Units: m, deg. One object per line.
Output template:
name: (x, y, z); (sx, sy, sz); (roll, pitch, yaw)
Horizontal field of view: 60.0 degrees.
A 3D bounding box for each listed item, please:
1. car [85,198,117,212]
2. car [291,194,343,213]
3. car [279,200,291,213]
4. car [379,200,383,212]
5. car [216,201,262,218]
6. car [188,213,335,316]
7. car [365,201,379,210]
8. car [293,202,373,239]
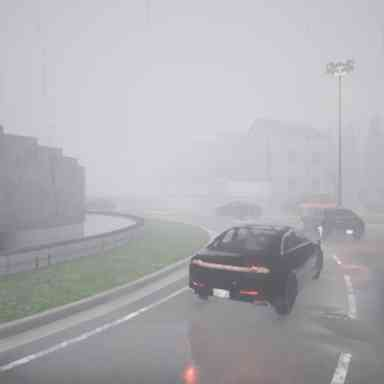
car: (-11.116, 1.486, 38.522); (4.902, 1.511, 2.128); (0, 0, 16)
car: (12.142, 1.344, 31.362); (4.553, 1.767, 2.097); (0, 0, -12)
car: (12.008, 1.211, 34.837); (5.566, 2.045, 2.150); (0, 0, -12)
car: (21.983, 1.467, 33.994); (5.008, 1.535, 1.882); (0, 0, -21)
car: (3.800, 1.486, 27.818); (2.128, 1.511, 4.902); (0, 0, -27)
car: (1.735, 1.490, 7.692); (2.128, 1.511, 4.902); (0, 0, 31)
car: (21.924, 1.590, 37.740); (4.718, 1.301, 1.895); (0, 0, -22)
car: (7.027, 1.501, 17.180); (1.837, 1.490, 4.892); (0, 0, 1)
